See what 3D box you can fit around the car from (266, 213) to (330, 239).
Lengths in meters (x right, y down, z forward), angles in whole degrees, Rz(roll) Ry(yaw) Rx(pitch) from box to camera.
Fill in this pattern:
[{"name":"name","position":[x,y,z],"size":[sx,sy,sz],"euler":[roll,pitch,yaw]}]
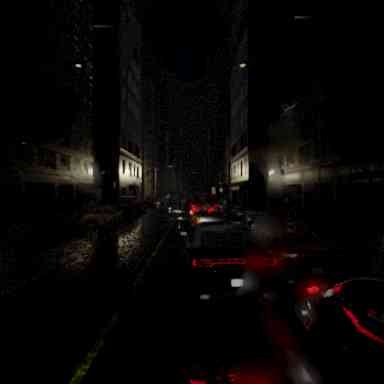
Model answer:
[{"name":"car","position":[2.647,1.516,9.227],"size":[1.887,1.381,4.507],"euler":[0,0,0]}]

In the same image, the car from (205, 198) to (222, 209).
[{"name":"car","position":[2.686,1.457,42.340],"size":[1.802,1.307,4.206],"euler":[0,0,0]}]

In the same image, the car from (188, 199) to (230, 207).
[{"name":"car","position":[0.829,1.400,18.602],"size":[1.801,1.575,5.366],"euler":[0,0,0]}]

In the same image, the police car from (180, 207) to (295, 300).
[{"name":"police car","position":[0.736,1.399,8.495],"size":[1.930,1.638,5.238],"euler":[0,0,-2]}]

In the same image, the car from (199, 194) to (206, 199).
[{"name":"car","position":[2.744,1.310,91.821],"size":[1.802,1.307,4.206],"euler":[0,0,0]}]

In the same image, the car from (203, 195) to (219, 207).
[{"name":"car","position":[2.692,1.299,47.859],"size":[1.967,1.590,4.097],"euler":[0,0,0]}]

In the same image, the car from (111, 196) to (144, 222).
[{"name":"car","position":[-5.359,1.238,25.786],"size":[2.192,1.841,5.009],"euler":[0,0,0]}]

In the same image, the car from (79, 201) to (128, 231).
[{"name":"car","position":[-5.361,1.465,20.100],"size":[1.752,1.417,4.829],"euler":[0,0,0]}]

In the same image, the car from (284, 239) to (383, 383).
[{"name":"car","position":[2.641,1.554,3.708],"size":[1.947,1.339,4.313],"euler":[0,0,0]}]

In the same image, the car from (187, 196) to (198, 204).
[{"name":"car","position":[0.068,1.426,59.140],"size":[1.895,1.301,4.718],"euler":[0,0,0]}]

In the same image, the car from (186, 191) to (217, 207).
[{"name":"car","position":[0.853,1.151,24.438],"size":[2.150,2.045,5.566],"euler":[0,0,0]}]

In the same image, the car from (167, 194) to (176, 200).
[{"name":"car","position":[-5.288,1.290,86.141],"size":[1.887,1.381,4.507],"euler":[0,0,0]}]

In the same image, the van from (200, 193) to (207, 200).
[{"name":"van","position":[2.730,1.103,80.459],"size":[1.690,1.788,3.998],"euler":[0,0,0]}]

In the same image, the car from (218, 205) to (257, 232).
[{"name":"car","position":[2.660,1.521,20.265],"size":[1.802,1.307,4.206],"euler":[0,0,0]}]

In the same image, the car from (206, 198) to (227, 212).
[{"name":"car","position":[2.679,1.442,36.821],"size":[2.008,1.369,4.403],"euler":[0,0,0]}]

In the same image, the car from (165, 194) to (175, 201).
[{"name":"car","position":[-5.295,1.313,80.460],"size":[2.008,1.369,4.403],"euler":[0,0,0]}]

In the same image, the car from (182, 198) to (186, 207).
[{"name":"car","position":[0.060,1.429,45.541],"size":[1.994,1.385,4.181],"euler":[0,0,1]}]

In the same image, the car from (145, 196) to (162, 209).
[{"name":"car","position":[-5.339,1.315,42.342],"size":[1.967,1.590,4.097],"euler":[0,0,0]}]

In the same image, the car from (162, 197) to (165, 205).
[{"name":"car","position":[-5.333,1.384,47.690],"size":[1.752,1.417,4.829],"euler":[0,0,0]}]

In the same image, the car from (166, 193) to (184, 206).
[{"name":"car","position":[-2.746,1.342,51.253],"size":[2.128,1.511,4.902],"euler":[0,0,0]}]

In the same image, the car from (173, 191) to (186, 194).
[{"name":"car","position":[-2.683,1.057,58.383],"size":[2.150,2.045,5.566],"euler":[0,0,0]}]

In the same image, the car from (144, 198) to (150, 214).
[{"name":"car","position":[-5.352,1.489,31.305],"size":[1.802,1.307,4.206],"euler":[0,0,0]}]

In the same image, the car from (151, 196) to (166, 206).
[{"name":"car","position":[-5.326,1.393,53.379],"size":[2.008,1.369,4.403],"euler":[0,0,0]}]

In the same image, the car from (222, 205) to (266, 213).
[{"name":"car","position":[2.654,1.506,14.746],"size":[2.008,1.369,4.403],"euler":[0,0,0]}]

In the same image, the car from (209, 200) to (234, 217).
[{"name":"car","position":[2.673,1.458,31.303],"size":[2.008,1.369,4.403],"euler":[0,0,0]}]
